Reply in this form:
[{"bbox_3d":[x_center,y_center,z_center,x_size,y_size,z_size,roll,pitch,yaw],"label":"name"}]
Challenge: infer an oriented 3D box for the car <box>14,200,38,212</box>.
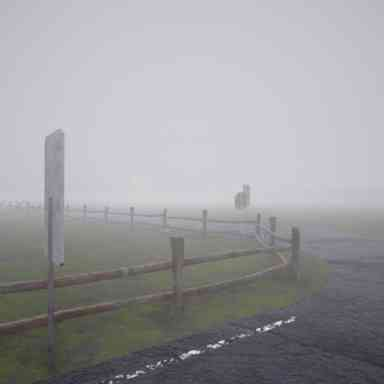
[{"bbox_3d":[-23.591,1.886,47.269,2.097,1.767,4.553,0,-1,-44],"label":"car"}]
